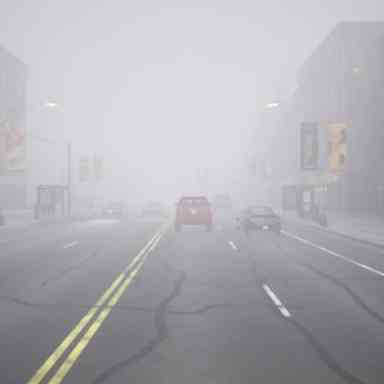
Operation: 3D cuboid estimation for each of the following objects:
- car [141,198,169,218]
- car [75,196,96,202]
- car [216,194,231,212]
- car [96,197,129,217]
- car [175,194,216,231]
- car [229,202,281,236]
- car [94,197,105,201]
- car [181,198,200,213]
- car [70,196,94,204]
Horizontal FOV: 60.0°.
[{"bbox_3d":[-3.623,1.616,31.689,2.033,1.411,5.357,0,0,0],"label":"car"},{"bbox_3d":[-25.775,1.695,80.441,4.674,1.452,2.002,0,0,20],"label":"car"},{"bbox_3d":[3.274,1.307,39.696,2.150,2.045,5.566,0,0,-5],"label":"car"},{"bbox_3d":[-7.177,1.560,31.531,2.128,1.511,4.902,0,0,-1],"label":"car"},{"bbox_3d":[0.093,1.263,20.983,2.150,2.045,5.566,0,-1,0],"label":"car"},{"bbox_3d":[3.596,1.532,18.677,2.128,1.511,4.902,0,0,0],"label":"car"},{"bbox_3d":[-20.471,1.765,78.271,4.718,1.301,1.895,0,0,30],"label":"car"},{"bbox_3d":[-0.262,1.564,39.837,1.882,1.535,5.008,0,0,-4],"label":"car"},{"bbox_3d":[-22.924,1.601,68.062,4.674,1.442,1.812,0,0,30],"label":"car"}]
